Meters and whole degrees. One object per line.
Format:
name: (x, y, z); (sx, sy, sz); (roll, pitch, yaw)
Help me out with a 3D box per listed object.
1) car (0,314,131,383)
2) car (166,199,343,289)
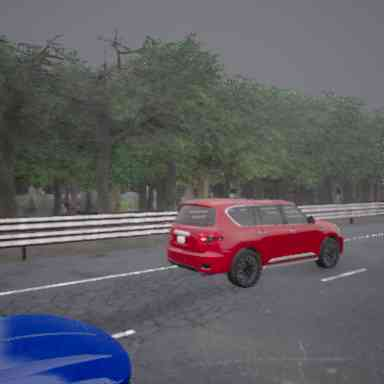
car: (-2.741, 1.481, 1.793); (5.008, 1.535, 1.882); (0, 0, -35)
car: (1.938, 1.204, 9.409); (5.566, 2.045, 2.150); (0, 0, -35)
